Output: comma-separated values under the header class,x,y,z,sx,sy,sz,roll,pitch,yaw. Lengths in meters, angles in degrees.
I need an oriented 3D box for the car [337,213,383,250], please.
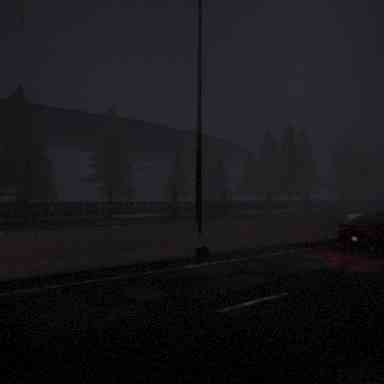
class,x,y,z,sx,sy,sz,roll,pitch,yaw
car,8.141,1.616,13.955,5.008,1.535,1.882,0,0,-35
